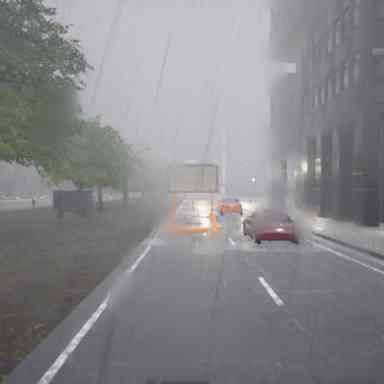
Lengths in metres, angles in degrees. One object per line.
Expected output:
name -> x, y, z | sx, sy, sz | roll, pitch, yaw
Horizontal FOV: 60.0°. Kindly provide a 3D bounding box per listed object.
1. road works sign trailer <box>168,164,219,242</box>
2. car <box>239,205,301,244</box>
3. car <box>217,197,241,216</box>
road works sign trailer -> 0.054, 0.437, 16.058 | 2.380, 3.560, 2.880 | 0, 0, 0
car -> 3.633, 1.536, 15.735 | 1.994, 1.385, 4.181 | 0, 0, 0
car -> 3.674, 1.319, 32.835 | 2.097, 1.767, 4.553 | 0, 0, 0
